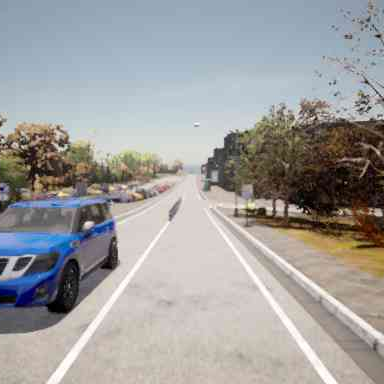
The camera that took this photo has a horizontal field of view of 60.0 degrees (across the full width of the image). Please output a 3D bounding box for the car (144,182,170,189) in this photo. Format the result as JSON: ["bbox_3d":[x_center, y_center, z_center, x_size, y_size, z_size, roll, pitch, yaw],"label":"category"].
[{"bbox_3d":[-9.836,-1.075,93.148,5.566,2.045,2.435,0,3,0],"label":"car"}]

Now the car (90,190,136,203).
[{"bbox_3d":[-10.120,0.795,43.036,4.792,1.488,2.163,0,0,0],"label":"car"}]

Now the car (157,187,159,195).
[{"bbox_3d":[-9.989,0.263,70.899,4.792,1.488,2.163,0,2,0],"label":"car"}]

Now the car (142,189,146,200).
[{"bbox_3d":[-10.087,0.699,51.385,5.008,1.535,2.097,0,1,0],"label":"car"}]

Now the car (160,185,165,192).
[{"bbox_3d":[-9.877,-0.231,82.033,5.008,1.535,2.097,0,3,0],"label":"car"}]

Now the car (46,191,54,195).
[{"bbox_3d":[-23.195,0.761,48.501,4.674,1.452,2.002,0,0,0],"label":"car"}]

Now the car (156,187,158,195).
[{"bbox_3d":[-9.949,0.358,68.113,4.792,1.488,2.163,0,2,0],"label":"car"}]

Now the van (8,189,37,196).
[{"bbox_3d":[-23.103,0.535,43.040,4.442,1.987,1.878,1,1,0],"label":"van"}]

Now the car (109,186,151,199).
[{"bbox_3d":[-10.102,0.412,54.175,5.566,2.045,2.435,0,1,0],"label":"car"}]

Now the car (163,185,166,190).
[{"bbox_3d":[-9.859,-0.368,84.819,5.008,1.535,2.097,0,3,0],"label":"car"}]

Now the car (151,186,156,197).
[{"bbox_3d":[-9.966,0.289,65.322,4.553,1.767,2.185,0,2,0],"label":"car"}]

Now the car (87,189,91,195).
[{"bbox_3d":[-23.073,0.413,65.233,5.008,1.535,2.097,0,2,0],"label":"car"}]

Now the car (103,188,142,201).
[{"bbox_3d":[-10.143,0.601,48.605,4.553,1.767,2.185,0,1,0],"label":"car"}]

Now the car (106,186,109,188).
[{"bbox_3d":[-22.989,-0.101,79.166,5.008,1.535,2.097,0,3,0],"label":"car"}]

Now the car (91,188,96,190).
[{"bbox_3d":[-23.053,0.325,68.150,4.892,1.521,2.231,0,2,0],"label":"car"}]

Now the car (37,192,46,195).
[{"bbox_3d":[-23.214,0.781,45.716,4.674,1.452,2.002,0,0,0],"label":"car"}]

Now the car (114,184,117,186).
[{"bbox_3d":[-22.957,-0.636,87.520,4.553,1.767,2.185,0,3,0],"label":"car"}]

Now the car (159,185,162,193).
[{"bbox_3d":[-9.953,-0.107,76.457,4.553,1.767,2.185,0,3,0],"label":"car"}]

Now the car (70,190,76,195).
[{"bbox_3d":[-23.320,0.609,57.000,5.366,1.575,1.946,0,1,0],"label":"car"}]

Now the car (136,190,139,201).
[{"bbox_3d":[-10.160,0.775,45.820,4.792,1.488,2.163,0,0,0],"label":"car"}]

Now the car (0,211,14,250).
[{"bbox_3d":[-10.035,1.564,13.225,4.792,1.488,2.163,0,0,0],"label":"car"}]

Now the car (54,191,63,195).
[{"bbox_3d":[-23.201,0.723,51.413,4.792,1.488,2.163,0,1,0],"label":"car"}]

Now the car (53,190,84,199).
[{"bbox_3d":[-23.092,0.490,62.445,5.008,1.535,2.097,0,1,0],"label":"car"}]

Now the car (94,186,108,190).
[{"bbox_3d":[-22.817,0.016,76.378,5.366,1.575,1.946,0,2,0],"label":"car"}]

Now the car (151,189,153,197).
[{"bbox_3d":[-10.007,0.591,59.746,4.792,1.488,2.163,0,1,0],"label":"car"}]

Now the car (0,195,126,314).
[{"bbox_3d":[-3.289,1.187,7.906,2.150,2.045,5.566,0,0,1],"label":"car"}]

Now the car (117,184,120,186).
[{"bbox_3d":[-22.902,-0.664,90.308,5.008,1.535,2.097,0,3,0],"label":"car"}]

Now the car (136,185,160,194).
[{"bbox_3d":[-9.972,0.006,73.679,4.553,1.767,2.185,0,2,0],"label":"car"}]

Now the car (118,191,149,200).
[{"bbox_3d":[-10.048,0.618,56.967,4.892,1.521,2.231,0,1,0],"label":"car"}]

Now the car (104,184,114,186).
[{"bbox_3d":[-22.993,-0.480,81.940,5.566,2.045,2.435,0,3,0],"label":"car"}]

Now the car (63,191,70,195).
[{"bbox_3d":[-23.339,0.654,54.205,5.366,1.575,1.946,0,1,0],"label":"car"}]
